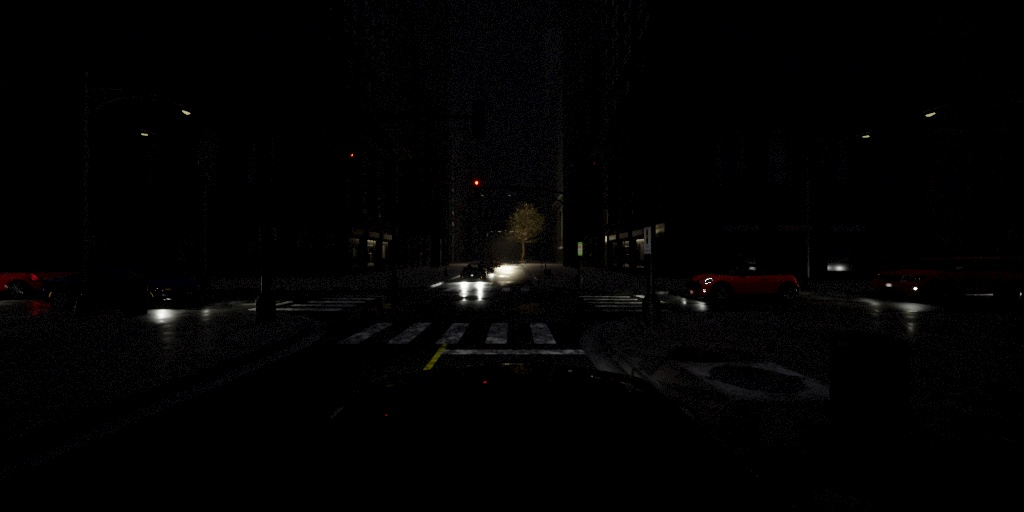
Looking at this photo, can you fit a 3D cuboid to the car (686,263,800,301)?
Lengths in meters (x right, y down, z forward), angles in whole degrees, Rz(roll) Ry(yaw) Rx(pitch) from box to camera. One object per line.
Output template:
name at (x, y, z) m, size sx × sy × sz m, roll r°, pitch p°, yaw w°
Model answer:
car at (10.789, 1.138, 17.048) m, size 4.553 × 1.767 × 2.097 m, roll 0°, pitch 0°, yaw 0°

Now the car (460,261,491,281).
car at (-3.082, 1.314, 29.648) m, size 1.994 × 1.385 × 4.181 m, roll 0°, pitch 0°, yaw 0°

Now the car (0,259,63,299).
car at (-23.718, 1.031, 17.061) m, size 4.553 × 1.767 × 2.097 m, roll 0°, pitch 0°, yaw 0°

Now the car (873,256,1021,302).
car at (20.690, 1.038, 17.034) m, size 5.566 × 2.045 × 2.150 m, roll 0°, pitch 0°, yaw 1°

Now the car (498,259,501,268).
car at (-2.991, 1.130, 60.524) m, size 2.097 × 1.767 × 4.553 m, roll 0°, pitch 0°, yaw 1°

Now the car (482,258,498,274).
car at (-3.071, 1.235, 42.502) m, size 1.882 × 1.535 × 5.008 m, roll 0°, pitch 0°, yaw 0°

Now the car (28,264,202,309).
car at (-14.903, 1.177, 13.863) m, size 5.008 × 1.535 × 1.882 m, roll 0°, pitch 0°, yaw 2°
